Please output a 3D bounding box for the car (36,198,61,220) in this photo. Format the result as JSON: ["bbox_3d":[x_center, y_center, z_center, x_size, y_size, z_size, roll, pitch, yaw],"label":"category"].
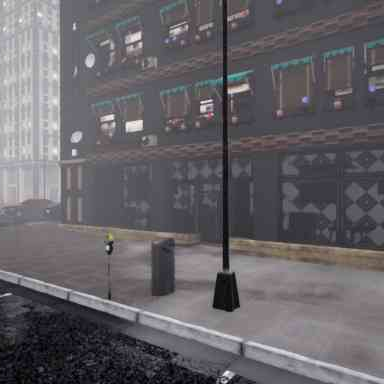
[{"bbox_3d":[-8.258,1.278,23.545,1.947,1.339,4.313,1,1,35],"label":"car"}]

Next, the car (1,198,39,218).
[{"bbox_3d":[-12.896,1.261,27.035,1.812,1.442,4.674,0,1,35],"label":"car"}]
